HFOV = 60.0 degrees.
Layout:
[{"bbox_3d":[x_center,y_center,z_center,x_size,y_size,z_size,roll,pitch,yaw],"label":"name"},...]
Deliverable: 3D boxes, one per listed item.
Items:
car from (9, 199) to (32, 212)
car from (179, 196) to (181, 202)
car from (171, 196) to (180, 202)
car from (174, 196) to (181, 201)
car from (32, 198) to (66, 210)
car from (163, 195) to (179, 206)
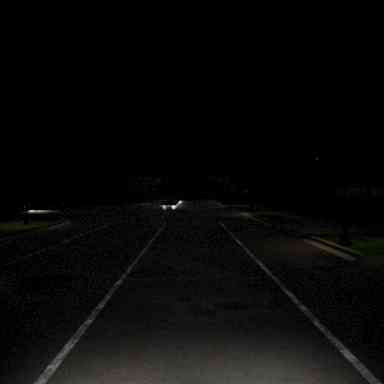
[{"bbox_3d":[-20.748,1.470,37.197,4.181,1.385,1.994,0,0,0],"label":"car"},{"bbox_3d":[-3.826,1.675,67.277,1.994,1.385,4.181,0,0,1],"label":"car"},{"bbox_3d":[-3.849,1.652,77.533,1.812,1.442,4.674,0,0,0],"label":"car"},{"bbox_3d":[-3.904,1.737,89.853,1.895,1.301,4.718,0,0,0],"label":"car"},{"bbox_3d":[-18.418,1.474,40.885,5.357,1.411,2.033,0,0,0],"label":"car"},{"bbox_3d":[-3.844,1.448,58.148,2.097,1.767,4.553,0,0,0],"label":"car"}]
